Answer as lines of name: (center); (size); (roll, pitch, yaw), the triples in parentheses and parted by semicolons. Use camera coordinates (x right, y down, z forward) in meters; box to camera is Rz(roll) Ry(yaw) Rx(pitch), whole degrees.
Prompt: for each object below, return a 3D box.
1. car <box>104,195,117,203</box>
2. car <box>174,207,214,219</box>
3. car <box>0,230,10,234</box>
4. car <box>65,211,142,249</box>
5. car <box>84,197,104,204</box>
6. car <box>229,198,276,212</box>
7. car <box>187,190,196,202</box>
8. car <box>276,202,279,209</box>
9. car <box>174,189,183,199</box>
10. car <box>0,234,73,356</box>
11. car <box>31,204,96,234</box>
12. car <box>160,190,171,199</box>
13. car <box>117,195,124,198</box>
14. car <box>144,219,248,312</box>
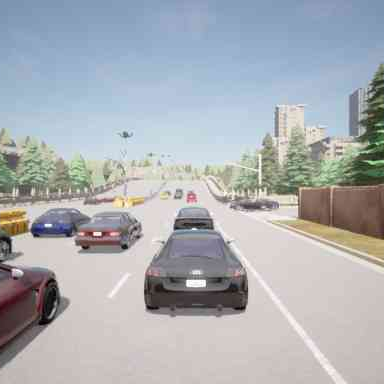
car: (-17.554, 1.594, 68.750); (1.895, 1.301, 4.718); (0, 0, 0)
car: (0.090, 1.478, 16.803); (1.882, 1.535, 5.008); (0, 0, 0)
car: (-6.904, 1.491, 9.166); (2.128, 1.511, 4.902); (0, 0, 0)
car: (-3.403, 1.547, 14.446); (2.033, 1.411, 5.357); (0, 0, 0)
car: (-17.598, 1.564, 58.680); (1.994, 1.385, 4.181); (0, 0, 0)
car: (6.821, 1.492, 38.901); (4.902, 1.511, 2.128); (0, 0, -4)
car: (-0.100, 1.178, 76.710); (2.150, 2.045, 5.566); (0, 1, 0)
car: (9.083, 1.564, 42.804); (4.181, 1.385, 1.994); (0, 0, 4)
car: (-3.663, 0.903, 86.963); (2.097, 1.767, 4.553); (0, 3, 0)
car: (-3.404, 1.564, 4.469); (1.994, 1.385, 4.181); (0, 0, 0)
car: (-6.912, 1.564, 18.007); (1.994, 1.385, 4.181); (0, 0, 0)
car: (-7.164, 1.024, 86.978); (1.882, 1.535, 5.008); (0, 3, 0)
car: (-17.614, 1.477, 78.992); (1.895, 1.301, 4.718); (0, 1, 0)
car: (0.091, 1.564, 7.813); (1.994, 1.385, 4.181); (0, 0, 1)
